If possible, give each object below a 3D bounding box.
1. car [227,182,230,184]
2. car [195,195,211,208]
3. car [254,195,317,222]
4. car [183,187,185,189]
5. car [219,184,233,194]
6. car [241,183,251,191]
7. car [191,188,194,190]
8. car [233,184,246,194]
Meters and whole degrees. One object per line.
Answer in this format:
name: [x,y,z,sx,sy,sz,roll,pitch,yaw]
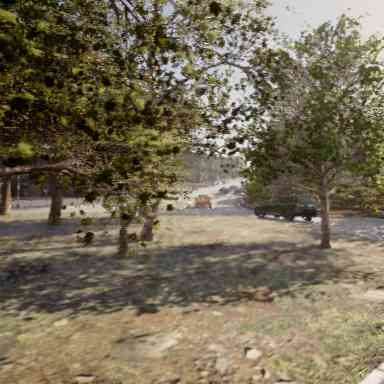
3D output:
car: [10.994,-1.196,87.740,2.033,1.411,5.357,0,3,16]
car: [1.571,1.178,46.058,2.097,1.767,4.553,0,2,3]
car: [7.474,1.243,27.009,2.150,2.045,5.566,0,0,-29]
car: [-3.058,-0.587,81.263,1.946,1.575,5.366,0,3,16]
car: [7.378,-0.381,75.336,1.837,1.490,4.892,0,3,16]
car: [14.336,-1.383,87.591,2.097,1.767,4.553,0,3,16]
car: [-1.460,-1.178,86.822,2.435,2.045,5.566,0,3,16]
car: [10.732,-0.361,75.228,1.812,1.442,4.674,0,3,16]
